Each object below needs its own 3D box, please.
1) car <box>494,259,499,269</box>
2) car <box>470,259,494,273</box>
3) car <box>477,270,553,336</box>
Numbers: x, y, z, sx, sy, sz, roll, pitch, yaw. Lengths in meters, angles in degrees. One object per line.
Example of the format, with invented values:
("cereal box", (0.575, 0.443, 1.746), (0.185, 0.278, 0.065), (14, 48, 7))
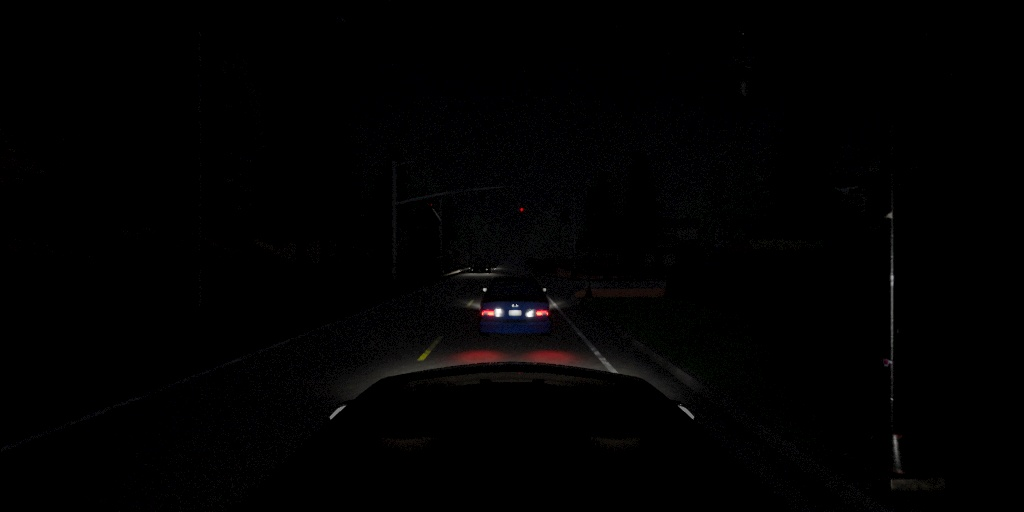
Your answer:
("car", (-3.607, 1.261, 58.277), (1.812, 1.442, 4.674), (0, 0, 0))
("car", (-3.618, 1.092, 42.006), (2.097, 1.767, 4.553), (0, 0, 0))
("car", (0.075, 1.295, 10.393), (2.033, 1.411, 5.357), (0, 0, 0))
